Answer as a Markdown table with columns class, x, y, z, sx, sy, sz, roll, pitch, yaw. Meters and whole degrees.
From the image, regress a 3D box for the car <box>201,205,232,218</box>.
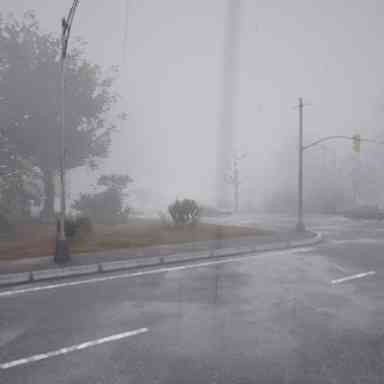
| class | x | y | z | sx | sy | sz | roll | pitch | yaw |
| --- | --- | --- | --- | --- | --- | --- | --- | --- | --- |
| car | 2.349 | 2.249 | 38.287 | 2.033 | 1.411 | 5.357 | 0 | -3 | -33 |

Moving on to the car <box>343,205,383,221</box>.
| class | x | y | z | sx | sy | sz | roll | pitch | yaw |
| --- | --- | --- | --- | --- | --- | --- | --- | --- | --- |
| car | 15.951 | 1.834 | 30.163 | 1.994 | 1.385 | 4.181 | 0 | -1 | -33 |

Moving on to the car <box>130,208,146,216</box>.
| class | x | y | z | sx | sy | sz | roll | pitch | yaw |
| --- | --- | --- | --- | --- | --- | --- | --- | --- | --- |
| car | -9.929 | 3.437 | 57.709 | 2.033 | 1.411 | 5.357 | 0 | -3 | -32 |
